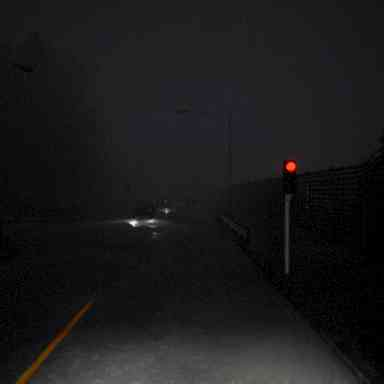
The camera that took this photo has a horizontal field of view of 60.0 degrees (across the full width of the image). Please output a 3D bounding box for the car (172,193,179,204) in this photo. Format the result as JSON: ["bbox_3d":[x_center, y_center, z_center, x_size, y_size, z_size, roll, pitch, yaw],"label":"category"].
[{"bbox_3d":[-4.173,1.192,65.515,2.150,2.045,5.566,0,0,-1],"label":"car"}]

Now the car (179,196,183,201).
[{"bbox_3d":[-4.341,1.501,77.556,5.357,1.411,2.033,0,0,40],"label":"car"}]

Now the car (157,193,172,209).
[{"bbox_3d":[-4.257,1.328,46.036,2.097,1.767,4.553,0,0,0],"label":"car"}]

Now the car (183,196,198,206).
[{"bbox_3d":[-0.093,1.477,53.898,1.837,1.490,4.892,0,0,0],"label":"car"}]

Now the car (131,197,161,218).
[{"bbox_3d":[-4.204,1.462,29.768,1.882,1.535,5.008,0,0,0],"label":"car"}]
